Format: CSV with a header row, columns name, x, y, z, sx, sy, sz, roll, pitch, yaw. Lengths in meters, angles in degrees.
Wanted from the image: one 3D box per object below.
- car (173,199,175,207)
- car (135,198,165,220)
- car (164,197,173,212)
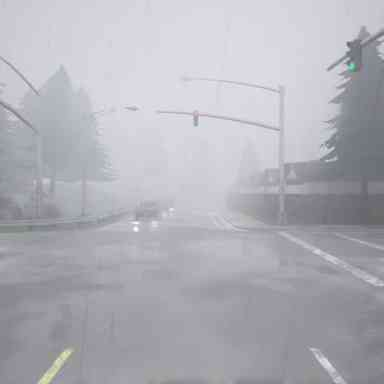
name,x,y,z,sx,sy,sz,roll,pitch,yaw
car,-3.502,1.502,48.302,1.837,1.490,4.892,0,0,2
car,-3.596,1.504,28.033,1.837,1.490,4.892,0,0,0
car,-3.588,1.562,37.947,1.994,1.385,4.181,0,0,0
